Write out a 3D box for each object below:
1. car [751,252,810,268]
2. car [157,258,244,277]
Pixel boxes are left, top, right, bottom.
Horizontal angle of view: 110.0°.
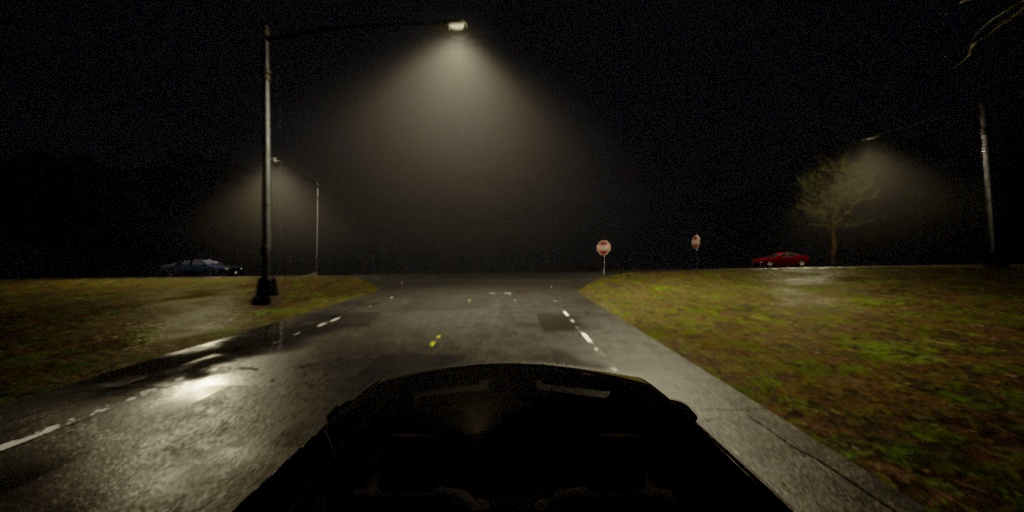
[{"bbox_3d":[25.810,0.412,34.633,5.008,1.535,1.882,-2,-2,-1],"label":"car"},{"bbox_3d":[-23.634,0.898,27.291,5.357,1.411,2.033,-1,-2,1],"label":"car"}]
